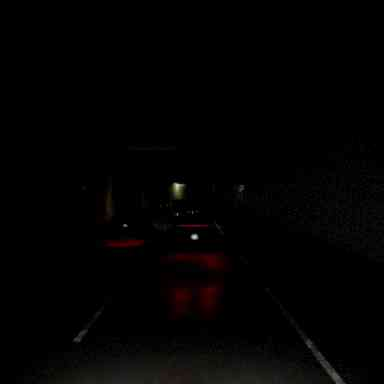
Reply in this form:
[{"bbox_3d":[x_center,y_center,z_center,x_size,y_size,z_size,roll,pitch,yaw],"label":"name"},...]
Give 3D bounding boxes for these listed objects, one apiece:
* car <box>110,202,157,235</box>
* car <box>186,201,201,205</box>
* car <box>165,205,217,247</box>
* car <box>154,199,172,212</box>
[{"bbox_3d":[-3.393,1.564,19.378,1.882,1.535,5.008,0,0,0],"label":"car"},{"bbox_3d":[0.114,1.654,33.325,1.837,1.490,4.892,0,0,0],"label":"car"},{"bbox_3d":[0.106,1.561,15.444,2.128,1.511,4.902,0,0,0],"label":"car"},{"bbox_3d":[-3.383,1.520,37.856,2.097,1.767,4.553,0,0,0],"label":"car"}]
